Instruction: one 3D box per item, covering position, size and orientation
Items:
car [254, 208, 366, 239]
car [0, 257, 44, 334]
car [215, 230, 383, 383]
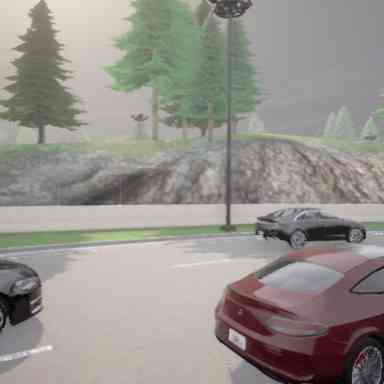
[{"bbox_3d":[4.948,1.406,13.789,4.902,1.511,2.128,0,0,-21],"label":"car"},{"bbox_3d":[-4.667,1.409,4.454,4.902,1.511,2.128,0,1,-37],"label":"car"},{"bbox_3d":[2.532,1.499,4.869,4.674,1.442,1.812,0,0,-29],"label":"car"}]
